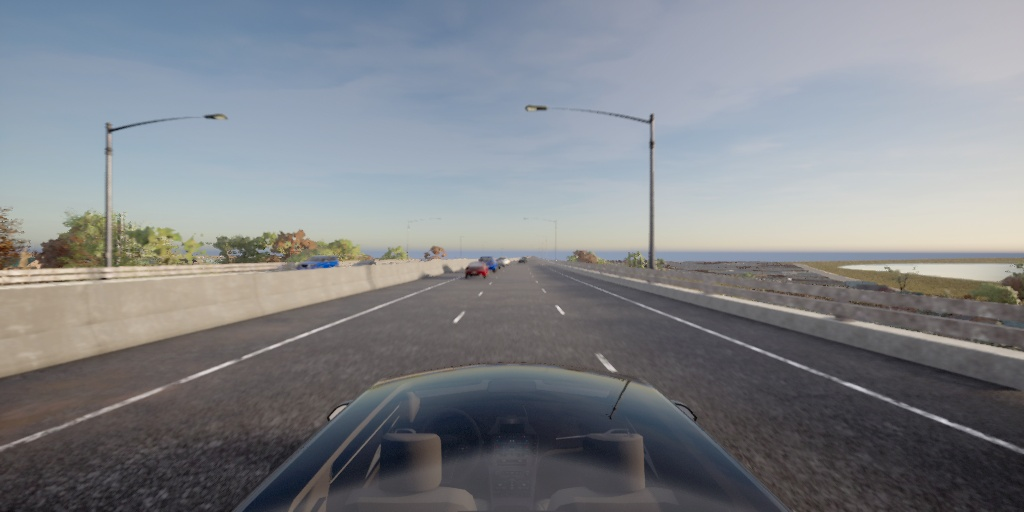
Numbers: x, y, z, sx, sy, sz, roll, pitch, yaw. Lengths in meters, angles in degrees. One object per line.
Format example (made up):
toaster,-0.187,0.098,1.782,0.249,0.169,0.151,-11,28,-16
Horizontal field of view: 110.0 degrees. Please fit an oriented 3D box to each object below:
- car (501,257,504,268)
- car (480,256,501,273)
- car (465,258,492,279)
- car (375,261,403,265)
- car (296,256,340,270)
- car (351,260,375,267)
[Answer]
car,-2.681,1.300,55.477,1.882,1.535,5.008,0,0,2
car,-2.982,1.019,44.543,2.150,2.045,5.566,0,0,1
car,-3.217,1.256,33.548,1.882,1.535,5.008,0,0,1
car,-13.616,1.372,41.285,1.895,1.301,4.718,0,0,2
car,-20.681,0.974,38.541,2.150,2.045,5.566,0,0,2
car,-17.095,1.269,41.908,1.837,1.490,4.892,0,0,2
